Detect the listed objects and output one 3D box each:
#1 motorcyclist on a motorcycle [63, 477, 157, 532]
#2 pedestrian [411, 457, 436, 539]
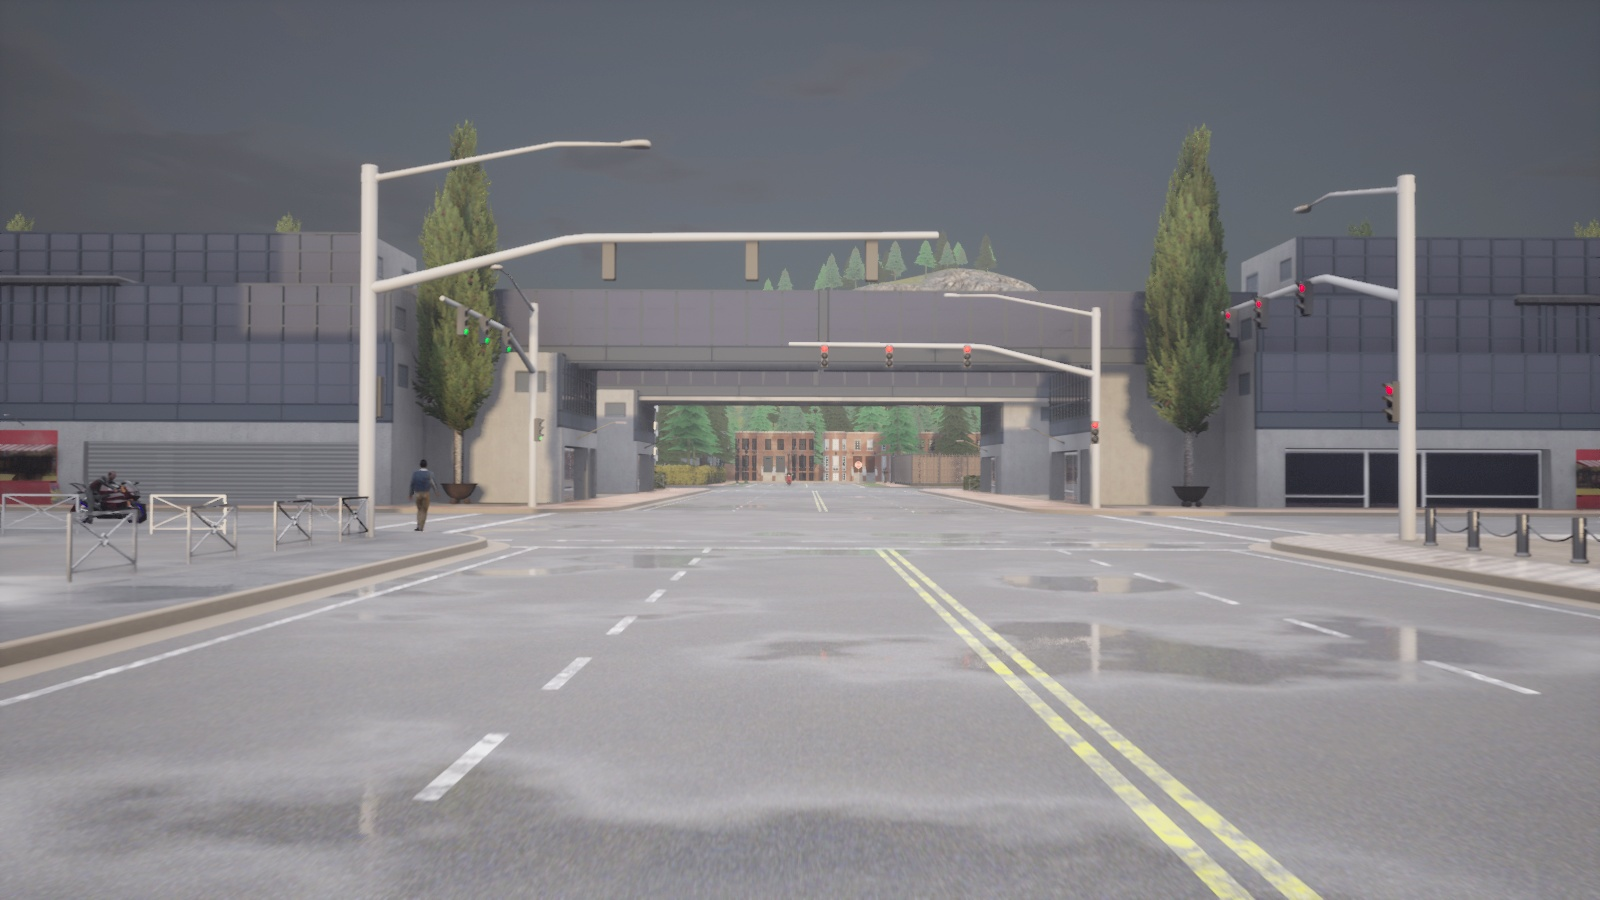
[{"bbox_3d":[-19.577,1.525,35.639,2.191,1.530,0.866,0,-1,1],"label":"motorcyclist on a motorcycle"},{"bbox_3d":[-9.068,1.151,30.251,0.423,1.949,0.788,0,-1,-6],"label":"pedestrian"}]
